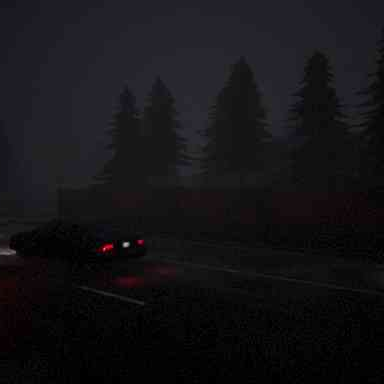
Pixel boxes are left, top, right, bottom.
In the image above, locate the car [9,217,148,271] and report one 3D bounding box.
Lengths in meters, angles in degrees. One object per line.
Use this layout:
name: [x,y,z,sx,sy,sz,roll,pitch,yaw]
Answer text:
car: [-3.923,1.564,11.024,5.357,1.411,2.033,0,0,36]
